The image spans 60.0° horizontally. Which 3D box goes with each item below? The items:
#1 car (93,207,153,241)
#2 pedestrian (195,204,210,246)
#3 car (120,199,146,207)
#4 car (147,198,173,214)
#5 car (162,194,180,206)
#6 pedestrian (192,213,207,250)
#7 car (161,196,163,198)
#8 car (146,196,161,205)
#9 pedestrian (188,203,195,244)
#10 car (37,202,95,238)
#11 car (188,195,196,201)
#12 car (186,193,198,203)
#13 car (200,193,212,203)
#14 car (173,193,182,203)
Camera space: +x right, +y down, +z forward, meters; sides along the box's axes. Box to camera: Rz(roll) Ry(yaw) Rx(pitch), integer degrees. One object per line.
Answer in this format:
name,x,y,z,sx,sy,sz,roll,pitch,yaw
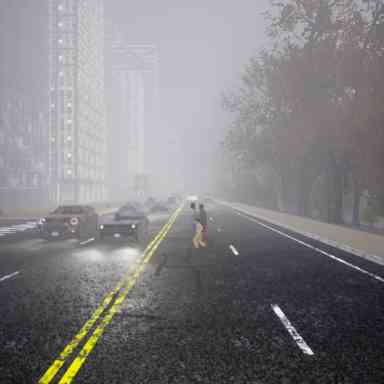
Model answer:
car,-3.368,1.668,17.193,1.895,1.301,4.718,-1,-1,0
pedestrian,0.433,1.293,13.572,0.375,1.860,0.375,0,0,0
car,-6.603,1.601,36.549,1.895,1.301,4.718,0,0,0
car,-3.354,1.601,35.730,1.895,1.301,4.718,0,0,0
car,-3.345,1.509,54.797,1.837,1.490,4.892,0,0,0
pedestrian,0.300,1.573,12.949,0.375,1.300,0.375,0,0,0
car,-6.506,1.526,70.553,2.128,1.511,4.902,0,0,0
car,-6.594,1.511,54.531,1.837,1.490,4.892,0,0,0
pedestrian,0.150,1.293,14.236,0.375,1.860,0.375,0,0,0
car,-6.609,1.449,18.295,2.097,1.767,4.553,0,0,0
car,-0.005,1.433,80.124,2.033,1.411,5.357,0,0,0
car,-0.004,1.226,69.760,2.150,2.045,5.566,0,0,0
car,3.244,1.526,69.730,2.128,1.511,4.902,0,0,0
car,-3.256,1.213,71.117,2.150,2.045,5.566,0,0,0
